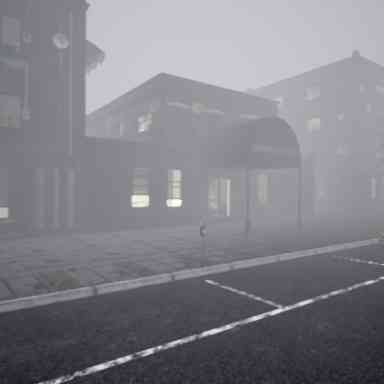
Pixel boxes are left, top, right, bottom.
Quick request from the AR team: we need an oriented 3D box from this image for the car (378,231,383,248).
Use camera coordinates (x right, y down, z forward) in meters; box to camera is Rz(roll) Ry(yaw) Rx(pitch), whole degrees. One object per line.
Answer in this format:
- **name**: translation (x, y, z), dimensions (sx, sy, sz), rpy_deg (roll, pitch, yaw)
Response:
- **car**: translation (9.154, 1.504, 13.161), dimensions (4.829, 1.417, 1.752), rpy_deg (0, 1, -35)
